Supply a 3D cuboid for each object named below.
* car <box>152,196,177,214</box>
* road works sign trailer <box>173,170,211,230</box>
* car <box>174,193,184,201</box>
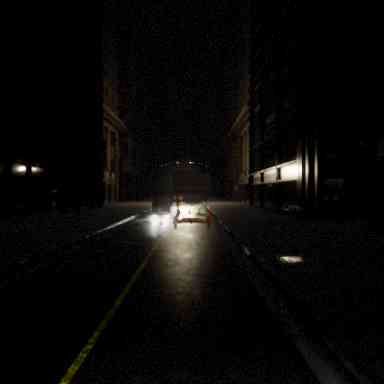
[{"bbox_3d":[-3.079,1.468,34.733,2.128,1.511,4.902,0,0,0],"label":"car"},{"bbox_3d":[0.010,0.447,20.900,2.380,3.560,2.880,0,0,0],"label":"road works sign trailer"},{"bbox_3d":[-2.963,1.137,77.268,2.097,1.767,4.553,0,0,0],"label":"car"}]
